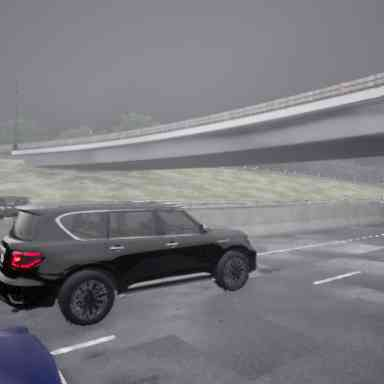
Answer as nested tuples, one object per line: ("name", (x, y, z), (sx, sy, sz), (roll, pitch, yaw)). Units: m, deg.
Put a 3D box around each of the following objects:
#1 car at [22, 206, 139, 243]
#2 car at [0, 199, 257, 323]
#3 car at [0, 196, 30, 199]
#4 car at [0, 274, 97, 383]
("car", (-5.618, 1.550, 17.104), (5.357, 1.411, 2.033), (0, 0, -35))
("car", (-1.071, 1.223, 7.281), (5.566, 2.045, 2.150), (0, 0, -35))
("car", (-11.244, 1.222, 17.433), (5.566, 2.045, 2.150), (0, 0, -35))
("car", (-3.028, 1.600, 1.587), (4.718, 1.301, 1.895), (0, 0, -35))
